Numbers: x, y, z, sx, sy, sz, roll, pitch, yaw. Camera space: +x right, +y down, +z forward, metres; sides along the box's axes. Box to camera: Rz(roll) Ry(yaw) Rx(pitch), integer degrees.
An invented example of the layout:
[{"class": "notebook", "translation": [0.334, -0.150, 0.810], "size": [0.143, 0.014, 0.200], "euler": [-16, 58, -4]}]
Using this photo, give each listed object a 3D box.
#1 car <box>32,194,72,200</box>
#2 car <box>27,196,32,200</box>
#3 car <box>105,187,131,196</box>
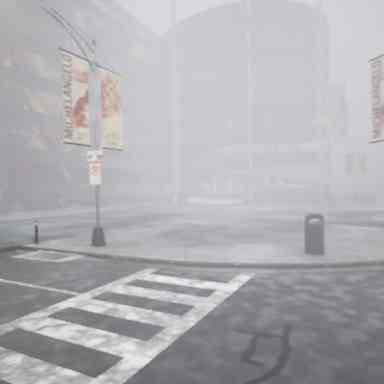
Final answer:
[{"class": "car", "translation": [-15.543, 0.906, 38.054], "size": [4.674, 1.452, 2.002], "euler": [0, 1, 27]}, {"class": "car", "translation": [-22.654, 0.960, 50.065], "size": [4.718, 1.301, 1.895], "euler": [0, 1, 27]}, {"class": "car", "translation": [-15.025, 0.092, 66.921], "size": [5.566, 2.045, 2.435], "euler": [0, 1, 27]}]
